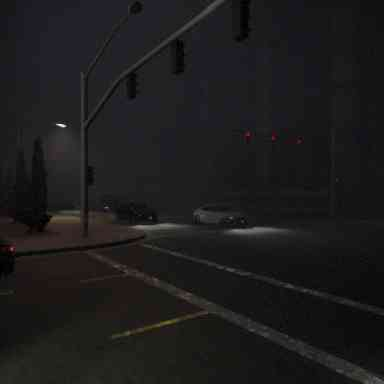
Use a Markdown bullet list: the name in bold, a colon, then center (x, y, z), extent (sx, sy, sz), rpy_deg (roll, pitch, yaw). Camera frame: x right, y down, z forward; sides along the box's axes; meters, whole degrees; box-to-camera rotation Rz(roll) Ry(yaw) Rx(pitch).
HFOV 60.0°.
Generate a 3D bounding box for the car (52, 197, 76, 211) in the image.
- **car**: center (-16.463, 1.655, 42.762), extent (1.895, 1.301, 4.718), rpy_deg (0, 0, -35)

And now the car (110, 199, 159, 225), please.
- **car**: center (-4.278, 1.558, 25.272), extent (1.837, 1.490, 4.892), rpy_deg (0, 1, -35)

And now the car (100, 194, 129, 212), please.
- **car**: center (-8.602, 1.275, 37.593), extent (2.150, 2.045, 5.566), rpy_deg (0, 0, -35)

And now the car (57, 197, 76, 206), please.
- **car**: center (-20.966, 1.581, 55.485), extent (1.812, 1.442, 4.674), rpy_deg (0, 0, -35)

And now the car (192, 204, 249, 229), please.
- **car**: center (1.824, 1.580, 22.663), extent (1.812, 1.442, 4.674), rpy_deg (0, 0, -35)

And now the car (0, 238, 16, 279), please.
- **car**: center (-6.541, 1.564, 7.884), extent (4.181, 1.385, 1.994), rpy_deg (0, 0, -35)
